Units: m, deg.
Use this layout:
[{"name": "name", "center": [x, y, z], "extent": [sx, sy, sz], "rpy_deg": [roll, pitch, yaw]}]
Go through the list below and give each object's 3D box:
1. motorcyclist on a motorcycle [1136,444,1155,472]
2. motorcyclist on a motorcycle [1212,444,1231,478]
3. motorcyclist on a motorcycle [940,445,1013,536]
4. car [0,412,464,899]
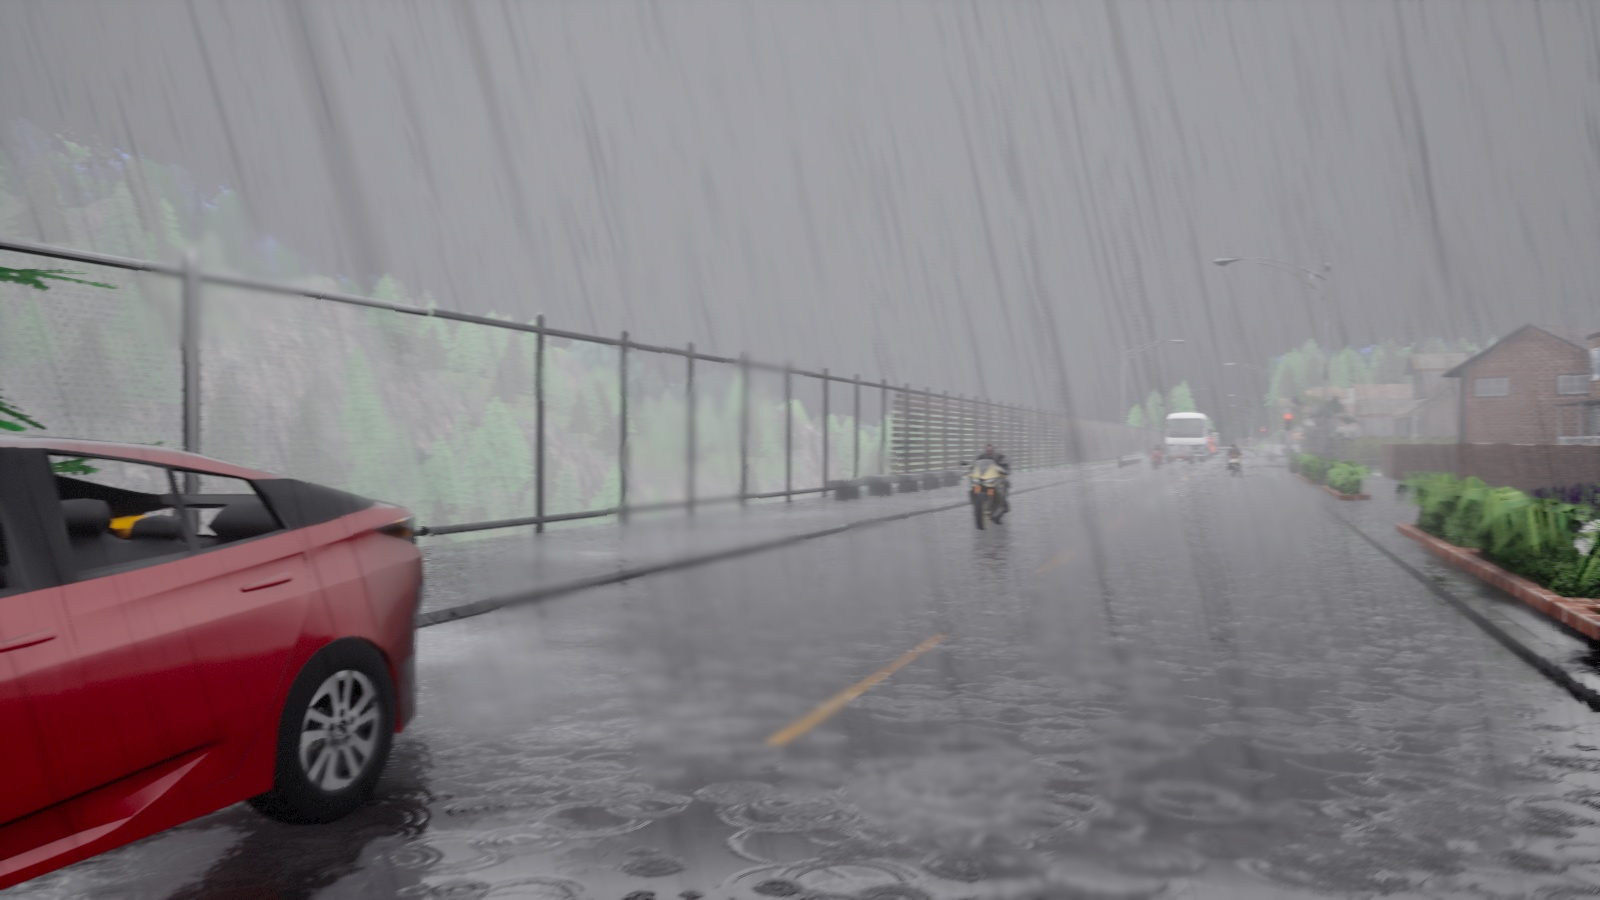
[{"name": "motorcyclist on a motorcycle", "center": [19.192, 0.437, 69.707], "extent": [0.797, 1.523, 2.044], "rpy_deg": [1, 1, 21]}, {"name": "motorcyclist on a motorcycle", "center": [19.279, 0.507, 57.425], "extent": [0.797, 1.523, 2.044], "rpy_deg": [0, 0, 19]}, {"name": "motorcyclist on a motorcycle", "center": [3.160, 0.671, 22.297], "extent": [0.866, 1.530, 2.191], "rpy_deg": [0, 0, 19]}, {"name": "car", "center": [-3.139, 0.654, 3.664], "extent": [2.007, 1.525, 4.514], "rpy_deg": [0, 0, 19]}]
